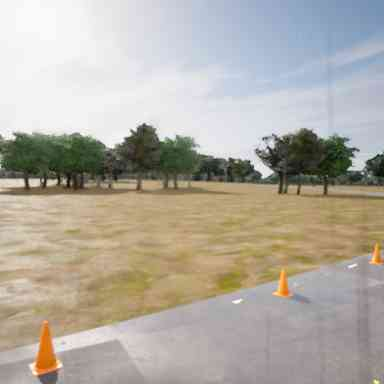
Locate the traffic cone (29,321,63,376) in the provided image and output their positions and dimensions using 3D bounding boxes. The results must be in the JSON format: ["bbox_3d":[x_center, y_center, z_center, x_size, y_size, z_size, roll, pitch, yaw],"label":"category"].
[{"bbox_3d":[-1.882,1.964,4.292,0.340,0.580,0.340,0,0,-36],"label":"traffic cone"}]

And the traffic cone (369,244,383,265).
[{"bbox_3d":[5.785,1.931,10.387,0.340,0.580,0.340,0,0,-41],"label":"traffic cone"}]

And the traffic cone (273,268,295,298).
[{"bbox_3d":[2.009,1.949,7.267,0.340,0.580,0.340,0,0,-38],"label":"traffic cone"}]
